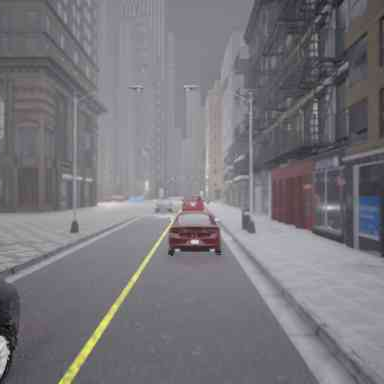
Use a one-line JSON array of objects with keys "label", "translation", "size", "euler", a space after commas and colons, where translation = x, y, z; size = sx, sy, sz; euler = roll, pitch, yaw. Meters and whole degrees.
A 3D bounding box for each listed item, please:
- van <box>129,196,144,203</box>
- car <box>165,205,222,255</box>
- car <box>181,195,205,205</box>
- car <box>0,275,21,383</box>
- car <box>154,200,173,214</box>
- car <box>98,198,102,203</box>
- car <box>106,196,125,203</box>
[{"label": "van", "translation": [-14.718, 1.924, 88.265], "size": [3.998, 1.788, 1.690], "euler": [0, -1, -1]}, {"label": "car", "translation": [0.101, 1.498, 13.458], "size": [1.882, 1.535, 5.008], "euler": [0, 0, 0]}, {"label": "car", "translation": [0.104, 1.331, 33.606], "size": [2.150, 2.045, 5.566], "euler": [0, 0, 0]}, {"label": "car", "translation": [-3.100, 1.507, 2.347], "size": [1.837, 1.490, 4.892], "euler": [0, 0, 0]}, {"label": "car", "translation": [-3.093, 1.663, 37.795], "size": [1.812, 1.442, 4.674], "euler": [0, -1, 0]}, {"label": "car", "translation": [-25.998, 2.142, 88.092], "size": [4.313, 1.339, 1.947], "euler": [0, -1, -1]}, {"label": "car", "translation": [-20.358, 1.896, 88.180], "size": [5.009, 1.841, 2.192], "euler": [0, -1, -1]}]
